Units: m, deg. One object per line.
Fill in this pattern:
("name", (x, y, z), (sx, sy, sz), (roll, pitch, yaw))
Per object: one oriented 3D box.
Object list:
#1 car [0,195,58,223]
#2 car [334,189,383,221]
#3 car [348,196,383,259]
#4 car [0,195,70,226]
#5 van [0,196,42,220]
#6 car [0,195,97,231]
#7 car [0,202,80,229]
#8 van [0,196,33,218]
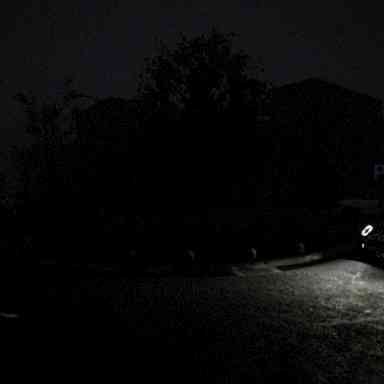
("car", (-14.362, 1.319, 27.817), (2.435, 2.045, 5.566), (0, 0, 30))
("car", (11.957, 0.800, 20.967), (5.566, 2.045, 2.435), (-2, 0, 31))
("car", (7.207, 1.102, 10.393), (4.553, 1.767, 2.097), (-2, 1, -36))
("car", (-12.455, 1.295, 25.555), (2.435, 2.045, 5.566), (0, 0, 30))
("van", (-16.207, 1.368, 30.208), (1.878, 1.987, 4.442), (-1, 0, 30))
("car", (-8.626, 1.246, 21.087), (2.435, 2.045, 5.566), (-1, 0, 30))
("car", (-10.532, 1.551, 23.292), (2.163, 1.488, 4.792), (0, 0, 30))
("van", (-18.115, 1.393, 32.470), (1.878, 1.987, 4.442), (-1, 0, 30))
